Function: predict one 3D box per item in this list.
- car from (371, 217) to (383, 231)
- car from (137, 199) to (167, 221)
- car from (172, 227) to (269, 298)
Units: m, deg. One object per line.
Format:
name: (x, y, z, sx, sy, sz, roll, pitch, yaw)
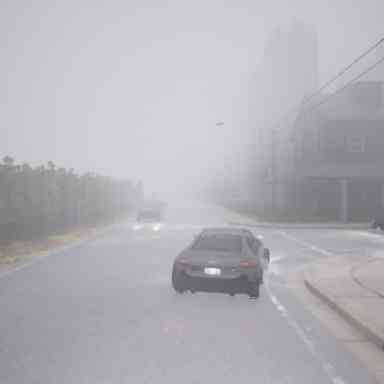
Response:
car: (12.934, 1.618, 18.358, 5.357, 1.411, 2.033, 0, 0, -1)
car: (-3.582, 1.632, 29.114, 1.882, 1.535, 5.008, 0, 0, 0)
car: (0.913, 1.611, 8.808, 1.994, 1.385, 4.181, 0, 0, 14)
